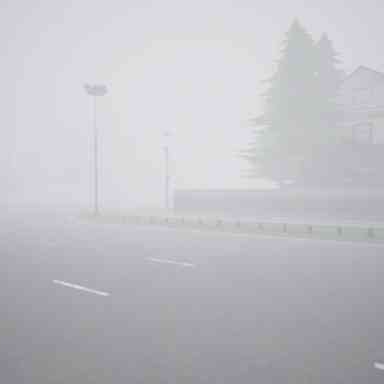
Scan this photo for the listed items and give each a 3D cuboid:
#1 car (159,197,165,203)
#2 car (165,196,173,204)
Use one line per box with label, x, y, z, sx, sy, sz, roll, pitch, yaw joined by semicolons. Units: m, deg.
car;-5.284;1.733;73.235;2.128;1.511;4.902;0;0;36
car;-3.069;1.717;70.327;1.812;1.442;4.674;0;0;36
